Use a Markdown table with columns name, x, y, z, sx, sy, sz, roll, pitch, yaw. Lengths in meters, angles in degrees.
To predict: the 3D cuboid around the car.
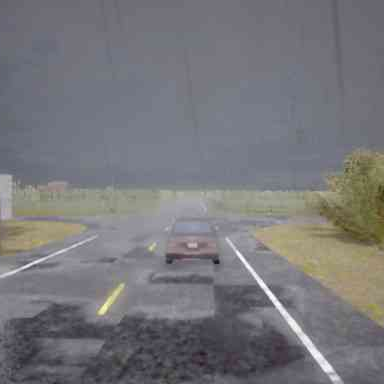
| name | x | y | z | sx | sy | sz | roll | pitch | yaw |
| --- | --- | --- | --- | --- | --- | --- | --- | --- | --- |
| car | 0.043 | 1.668 | 12.492 | 2.033 | 1.411 | 5.357 | 0 | -1 | 1 |
